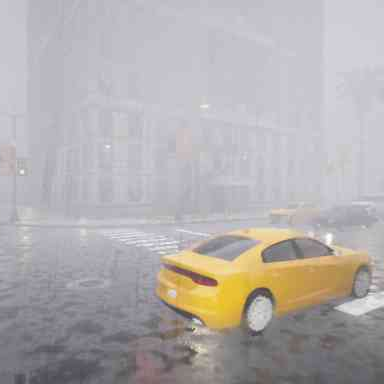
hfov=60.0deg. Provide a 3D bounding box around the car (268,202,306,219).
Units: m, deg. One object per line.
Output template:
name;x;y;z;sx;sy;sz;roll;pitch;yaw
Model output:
car;7.576;1.475;23.755;5.008;1.535;1.882;0;0;-35

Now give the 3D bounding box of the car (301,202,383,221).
car;9.553;1.545;20.871;5.357;1.411;2.033;0;0;-35

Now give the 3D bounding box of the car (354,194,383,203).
car;15.960;1.218;29.526;5.566;2.045;2.150;0;0;-34

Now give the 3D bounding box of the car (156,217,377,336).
car;1.704;1.494;6.777;5.008;1.535;1.882;0;0;-35
